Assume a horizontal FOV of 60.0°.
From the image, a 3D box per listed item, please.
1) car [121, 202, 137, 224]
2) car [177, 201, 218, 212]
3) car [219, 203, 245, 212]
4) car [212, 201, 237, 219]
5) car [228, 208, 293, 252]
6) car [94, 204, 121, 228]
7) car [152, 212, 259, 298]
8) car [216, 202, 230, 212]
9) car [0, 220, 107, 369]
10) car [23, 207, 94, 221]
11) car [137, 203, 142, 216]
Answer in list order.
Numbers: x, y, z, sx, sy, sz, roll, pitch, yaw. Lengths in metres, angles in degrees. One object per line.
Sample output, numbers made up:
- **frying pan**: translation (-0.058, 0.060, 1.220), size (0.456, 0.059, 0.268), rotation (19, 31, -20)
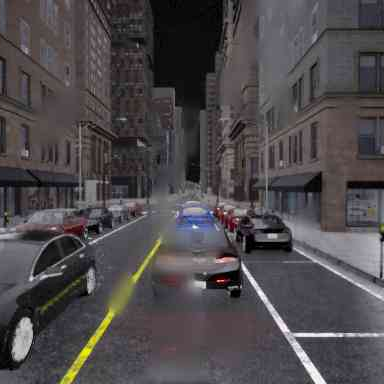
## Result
- **car**: translation (-5.693, 1.550, 24.618), size (2.008, 1.369, 4.403), rotation (-1, 0, 0)
- **car**: translation (0.159, 1.476, 18.018), size (1.882, 1.535, 5.008), rotation (0, 0, 0)
- **car**: translation (2.814, 1.543, 19.084), size (1.887, 1.381, 4.507), rotation (-1, 0, 0)
- **car**: translation (2.850, 1.544, 30.095), size (1.887, 1.381, 4.507), rotation (-1, 0, 0)
- **car**: translation (2.796, 1.564, 13.580), size (1.947, 1.339, 4.313), rotation (-1, 0, 0)
- **car**: translation (-5.711, 1.565, 19.113), size (1.947, 1.339, 4.313), rotation (-1, 0, 0)
- **car**: translation (0.126, 1.490, 8.513), size (2.128, 1.511, 4.902), rotation (0, 0, 0)
- **car**: translation (2.832, 1.544, 24.590), size (1.887, 1.381, 4.507), rotation (-1, 0, 0)
- **car**: translation (-3.081, 1.504, 5.776), size (1.837, 1.490, 4.892), rotation (0, 0, 0)
- **car**: translation (-5.731, 1.439, 13.608), size (1.967, 1.590, 4.097), rotation (-1, 0, 0)
- **car**: translation (-5.675, 1.544, 30.124), size (1.887, 1.381, 4.507), rotation (-1, 0, 0)
